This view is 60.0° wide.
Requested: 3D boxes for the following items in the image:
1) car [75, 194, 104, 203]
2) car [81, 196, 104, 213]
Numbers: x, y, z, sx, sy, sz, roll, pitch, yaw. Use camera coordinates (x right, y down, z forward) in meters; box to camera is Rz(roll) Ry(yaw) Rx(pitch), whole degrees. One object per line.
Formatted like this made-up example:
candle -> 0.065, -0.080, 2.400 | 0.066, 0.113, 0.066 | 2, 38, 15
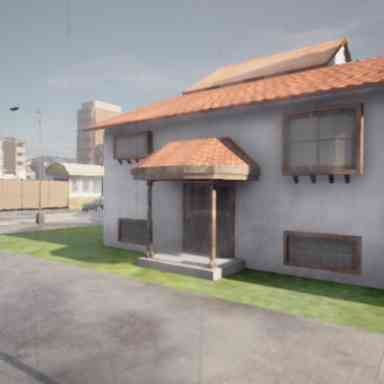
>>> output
car -> -16.651, 1.039, 54.254 | 1.816, 1.474, 4.193 | 1, 0, 35
car -> -8.827, 1.282, 33.631 | 1.837, 1.490, 4.892 | 1, 0, 36
